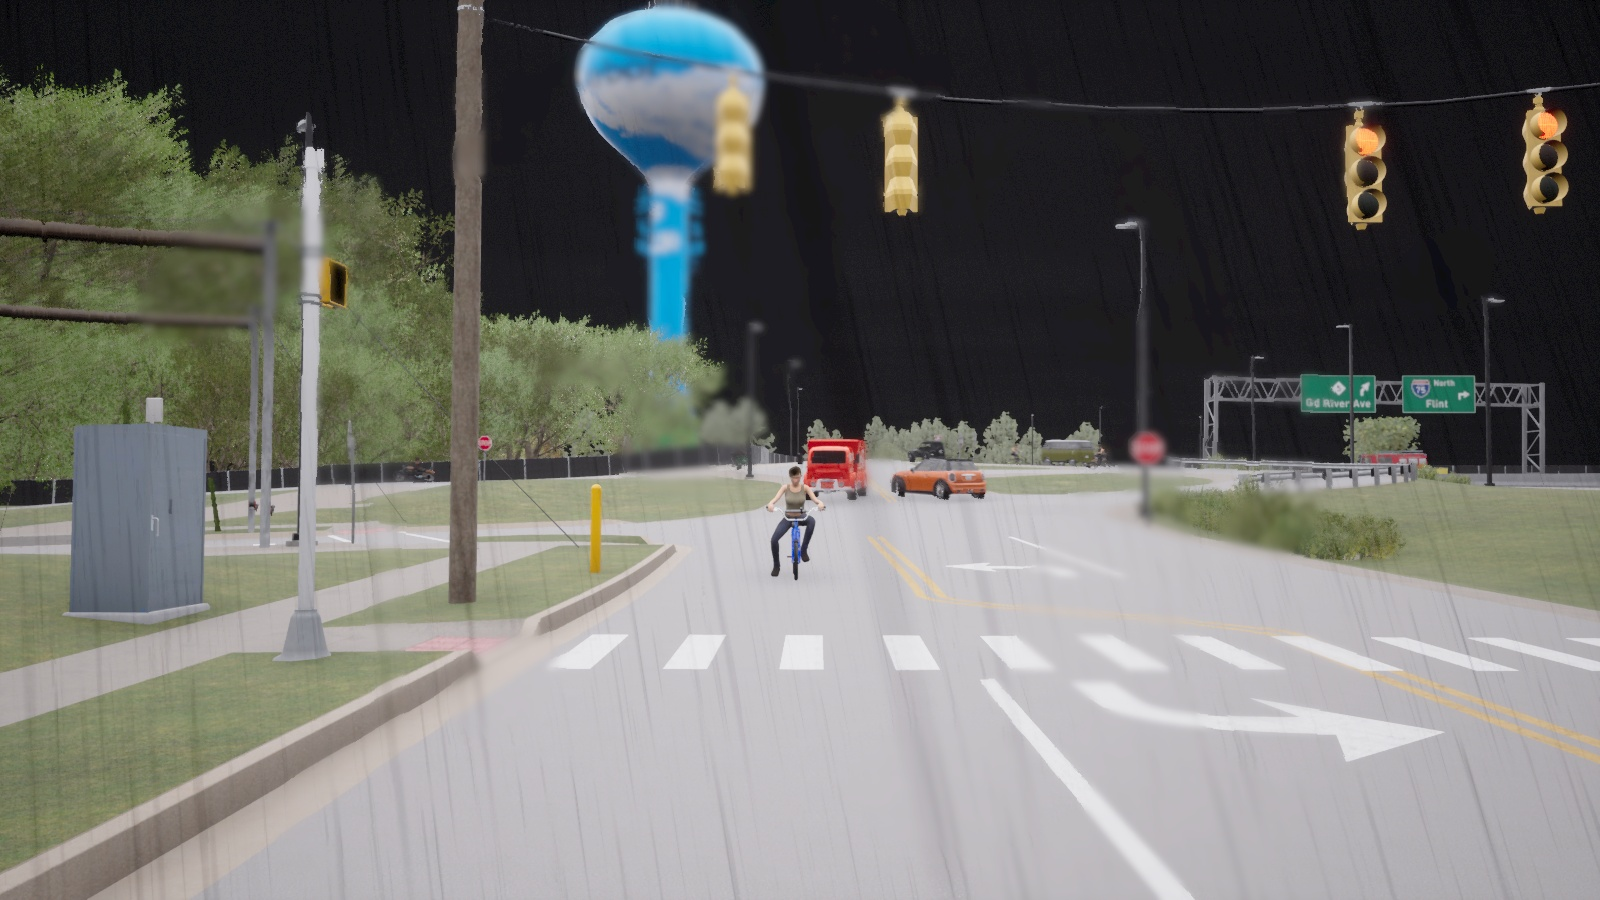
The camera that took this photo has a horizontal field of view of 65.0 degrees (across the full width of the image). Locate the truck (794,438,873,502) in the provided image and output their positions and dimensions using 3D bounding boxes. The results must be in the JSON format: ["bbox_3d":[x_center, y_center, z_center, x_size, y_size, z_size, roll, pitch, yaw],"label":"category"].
[{"bbox_3d":[1.449,0.793,51.607,2.627,2.467,5.204,-1,0,8],"label":"truck"}]

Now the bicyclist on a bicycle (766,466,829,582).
[{"bbox_3d":[-0.056,1.042,18.222,0.866,1.612,1.509,0,-1,-1],"label":"bicyclist on a bicycle"}]

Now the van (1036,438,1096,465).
[{"bbox_3d":[20.174,0.075,95.327,1.775,1.987,4.442,1,0,-33],"label":"van"}]

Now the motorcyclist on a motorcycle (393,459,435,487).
[{"bbox_3d":[-23.757,1.422,77.288,2.350,1.649,0.766,-2,-1,-20],"label":"motorcyclist on a motorcycle"}]

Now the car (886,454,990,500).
[{"bbox_3d":[5.768,1.085,52.964,2.097,1.767,4.553,-1,1,-29],"label":"car"}]
